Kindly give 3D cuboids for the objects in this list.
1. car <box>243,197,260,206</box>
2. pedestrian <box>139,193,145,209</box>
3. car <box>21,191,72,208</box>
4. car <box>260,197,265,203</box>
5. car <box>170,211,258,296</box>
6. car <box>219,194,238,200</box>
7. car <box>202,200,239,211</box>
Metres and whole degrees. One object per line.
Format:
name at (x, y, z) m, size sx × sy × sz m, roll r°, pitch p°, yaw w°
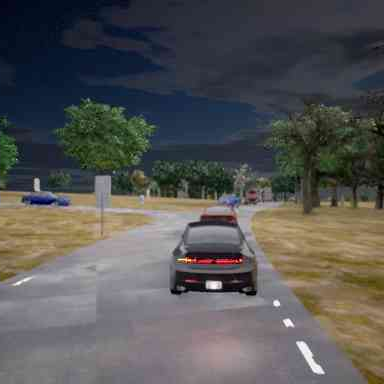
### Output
car at (11.100, 1.888, 63.362) m, size 2.033 × 1.411 × 5.357 m, roll 0°, pitch -1°, yaw 20°
pedestrian at (-5.803, 0.994, 38.507) m, size 0.375 × 1.860 × 0.375 m, roll 0°, pitch -4°, yaw 11°
car at (-14.693, 0.723, 33.705) m, size 5.008 × 1.535 × 1.882 m, roll 3°, pitch -1°, yaw 11°
car at (16.011, 1.901, 77.834) m, size 2.097 × 1.767 × 4.553 m, roll 0°, pitch -1°, yaw 17°
car at (0.538, 1.480, 8.616) m, size 1.837 × 1.490 × 4.892 m, roll 0°, pitch 0°, yaw 3°
car at (5.187, 1.350, 47.303) m, size 2.150 × 2.045 × 5.566 m, roll 0°, pitch -1°, yaw 19°
car at (1.520, 1.428, 18.163) m, size 1.882 × 1.535 × 5.008 m, roll 0°, pitch 0°, yaw 8°
